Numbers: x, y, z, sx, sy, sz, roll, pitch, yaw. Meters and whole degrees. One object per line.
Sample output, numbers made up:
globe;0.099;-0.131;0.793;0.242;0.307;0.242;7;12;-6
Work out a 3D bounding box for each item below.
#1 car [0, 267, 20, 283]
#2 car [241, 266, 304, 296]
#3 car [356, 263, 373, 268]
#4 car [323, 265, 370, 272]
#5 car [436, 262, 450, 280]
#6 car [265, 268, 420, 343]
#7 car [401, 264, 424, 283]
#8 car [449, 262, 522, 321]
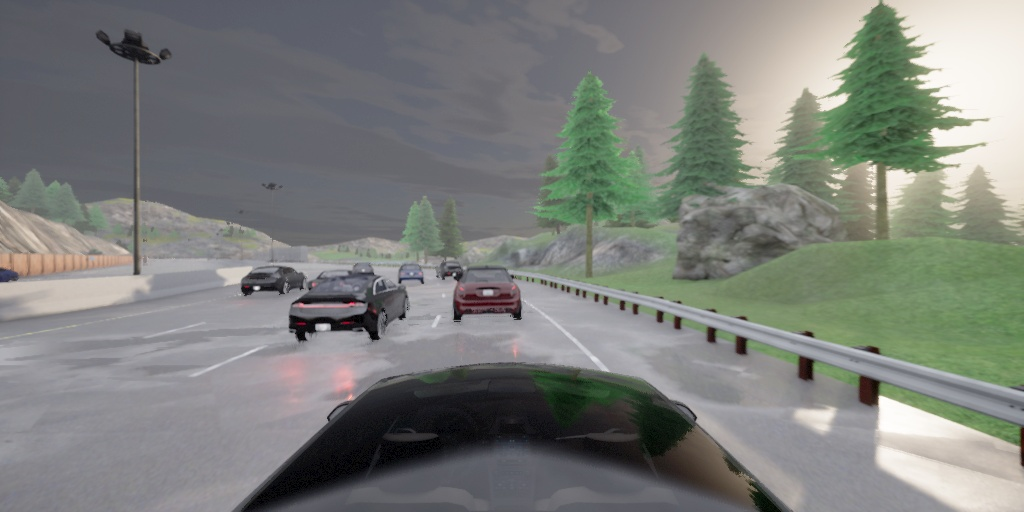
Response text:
car;-36.548;1.416;24.511;1.812;1.442;4.674;0;0;-23
car;-12.878;1.292;19.677;1.837;1.490;4.892;0;0;-13
car;-14.962;1.341;35.956;1.994;1.385;4.181;0;0;-24
car;-9.132;1.372;19.142;1.895;1.301;4.718;0;0;-12
car;-5.427;1.244;31.099;1.837;1.490;4.892;0;0;-20
car;-4.106;1.250;9.794;2.128;1.511;4.902;0;0;-5
car;-7.745;1.302;27.379;2.033;1.411;5.357;0;0;-18
car;-0.971;1.093;12.629;2.097;1.767;4.553;0;0;-7
